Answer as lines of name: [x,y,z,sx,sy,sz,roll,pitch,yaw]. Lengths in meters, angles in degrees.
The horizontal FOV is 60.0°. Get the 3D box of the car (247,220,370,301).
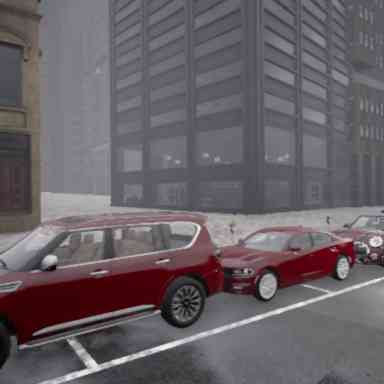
car: [2.250,1.543,8.265,4.507,1.381,1.887,0,-1,-35]

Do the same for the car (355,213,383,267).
car: [6.227,1.437,11.103,4.097,1.590,1.967,0,-1,-35]

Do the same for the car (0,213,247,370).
car: [-1.730,1.315,5.431,5.009,1.841,2.192,0,-1,-35]
